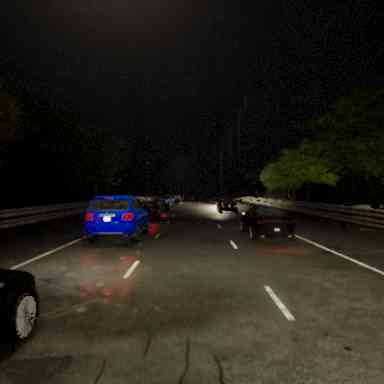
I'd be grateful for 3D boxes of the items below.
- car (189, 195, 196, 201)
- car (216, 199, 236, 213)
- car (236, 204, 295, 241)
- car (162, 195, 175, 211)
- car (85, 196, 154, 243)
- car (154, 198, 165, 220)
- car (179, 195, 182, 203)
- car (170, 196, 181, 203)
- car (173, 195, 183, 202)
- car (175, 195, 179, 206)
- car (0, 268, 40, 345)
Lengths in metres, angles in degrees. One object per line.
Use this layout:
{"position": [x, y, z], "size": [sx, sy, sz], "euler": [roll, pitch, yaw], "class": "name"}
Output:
{"position": [0.057, 1.735, 89.891], "size": [1.812, 1.442, 4.674], "euler": [0, -1, 0], "class": "car"}
{"position": [3.622, 1.439, 34.761], "size": [2.033, 1.411, 5.357], "euler": [0, 0, 0], "class": "car"}
{"position": [3.610, 1.442, 16.585], "size": [1.882, 1.535, 5.008], "euler": [0, 0, 0], "class": "car"}
{"position": [-3.477, 1.374, 37.724], "size": [2.128, 1.511, 4.902], "euler": [0, 0, 0], "class": "car"}
{"position": [-3.394, 1.186, 15.995], "size": [2.150, 2.045, 5.566], "euler": [0, 0, 0], "class": "car"}
{"position": [-3.484, 1.450, 26.720], "size": [1.812, 1.442, 4.674], "euler": [0, 0, 0], "class": "car"}
{"position": [-3.463, 1.438, 59.767], "size": [2.163, 1.488, 4.792], "euler": [0, 0, 0], "class": "car"}
{"position": [-3.456, 1.549, 70.741], "size": [2.128, 1.511, 4.902], "euler": [0, -1, 0], "class": "car"}
{"position": [-3.450, 1.575, 81.714], "size": [2.097, 1.767, 4.553], "euler": [0, -1, 0], "class": "car"}
{"position": [-3.470, 1.227, 48.701], "size": [2.097, 1.767, 4.553], "euler": [0, 0, 0], "class": "car"}
{"position": [-3.396, 1.488, 3.534], "size": [2.128, 1.511, 4.902], "euler": [0, 0, 0], "class": "car"}
